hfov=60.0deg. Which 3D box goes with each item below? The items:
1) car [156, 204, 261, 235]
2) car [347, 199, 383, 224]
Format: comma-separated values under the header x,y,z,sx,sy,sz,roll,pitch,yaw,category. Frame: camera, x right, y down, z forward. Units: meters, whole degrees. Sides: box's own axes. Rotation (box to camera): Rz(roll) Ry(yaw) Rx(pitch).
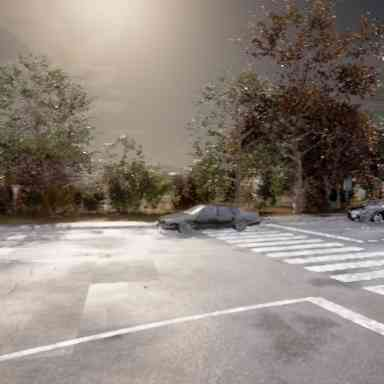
x,y,z,sx,sy,sz,roll,pitch,yaw,category
0.929,1.340,17.297,5.357,1.411,2.033,0,1,-20,car
12.393,1.194,21.626,4.902,1.511,2.128,0,1,-21,car
